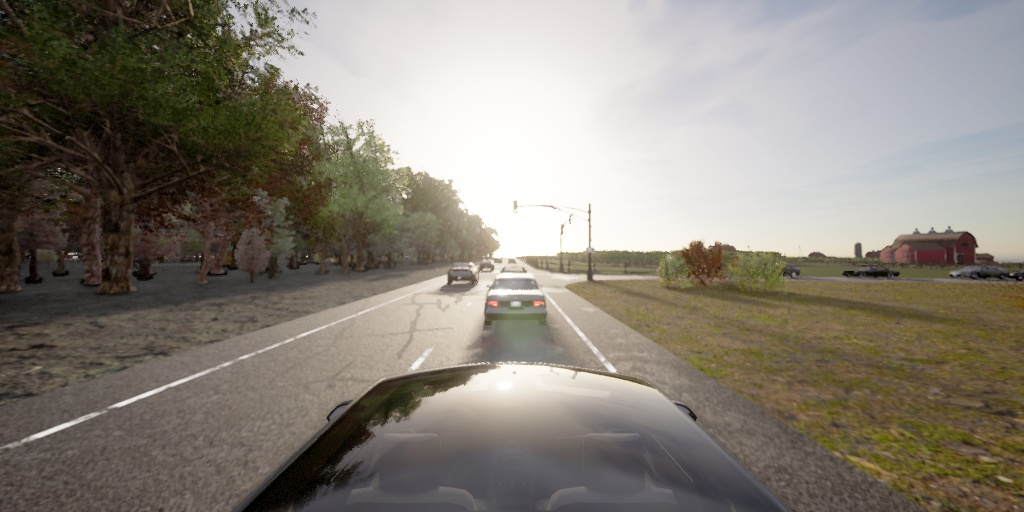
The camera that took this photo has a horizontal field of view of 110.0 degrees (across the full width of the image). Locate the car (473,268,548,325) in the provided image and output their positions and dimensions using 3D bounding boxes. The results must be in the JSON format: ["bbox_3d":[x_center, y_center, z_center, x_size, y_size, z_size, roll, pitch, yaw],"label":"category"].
[{"bbox_3d":[0.097,1.282,11.759,2.033,1.411,5.357,0,0,0],"label":"car"}]

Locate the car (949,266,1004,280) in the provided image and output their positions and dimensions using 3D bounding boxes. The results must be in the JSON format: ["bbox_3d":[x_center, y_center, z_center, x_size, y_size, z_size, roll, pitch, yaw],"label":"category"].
[{"bbox_3d":[49.672,1.777,38.189,4.902,1.511,2.128,1,-1,1],"label":"car"}]

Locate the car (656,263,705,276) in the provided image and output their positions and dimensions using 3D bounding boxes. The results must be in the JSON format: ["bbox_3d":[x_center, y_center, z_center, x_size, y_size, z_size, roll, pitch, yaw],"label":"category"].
[{"bbox_3d":[18.007,1.432,38.417,4.902,1.511,2.128,1,-1,1],"label":"car"}]

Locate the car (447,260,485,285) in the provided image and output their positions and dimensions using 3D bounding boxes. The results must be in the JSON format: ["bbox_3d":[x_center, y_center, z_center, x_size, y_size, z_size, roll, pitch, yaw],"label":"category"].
[{"bbox_3d":[-3.396,1.206,25.681,2.128,1.511,4.902,0,0,0],"label":"car"}]

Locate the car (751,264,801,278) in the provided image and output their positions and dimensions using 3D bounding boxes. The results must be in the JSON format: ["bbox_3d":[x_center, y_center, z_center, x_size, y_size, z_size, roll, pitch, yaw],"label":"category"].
[{"bbox_3d":[27.992,1.554,38.349,4.892,1.490,1.837,1,-1,0],"label":"car"}]

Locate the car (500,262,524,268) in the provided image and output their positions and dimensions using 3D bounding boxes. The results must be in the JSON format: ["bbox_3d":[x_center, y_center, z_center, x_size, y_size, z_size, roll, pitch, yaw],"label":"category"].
[{"bbox_3d":[0.103,1.317,24.250,1.895,1.301,4.718,0,0,0],"label":"car"}]

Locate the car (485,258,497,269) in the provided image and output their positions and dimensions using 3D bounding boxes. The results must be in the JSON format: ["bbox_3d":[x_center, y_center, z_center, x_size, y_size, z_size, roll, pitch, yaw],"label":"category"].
[{"bbox_3d":[-3.393,1.199,49.215,1.812,1.442,4.674,0,0,0],"label":"car"}]

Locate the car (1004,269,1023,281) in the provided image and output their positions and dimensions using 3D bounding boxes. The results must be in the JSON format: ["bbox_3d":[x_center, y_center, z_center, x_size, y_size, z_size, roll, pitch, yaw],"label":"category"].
[{"bbox_3d":[51.425,1.851,34.607,4.718,1.301,1.895,1,-1,1],"label":"car"}]

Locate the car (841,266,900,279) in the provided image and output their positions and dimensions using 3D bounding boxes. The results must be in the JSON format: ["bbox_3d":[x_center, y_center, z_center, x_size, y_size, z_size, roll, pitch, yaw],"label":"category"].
[{"bbox_3d":[38.177,1.761,38.294,4.718,1.301,1.895,1,-1,0],"label":"car"}]
